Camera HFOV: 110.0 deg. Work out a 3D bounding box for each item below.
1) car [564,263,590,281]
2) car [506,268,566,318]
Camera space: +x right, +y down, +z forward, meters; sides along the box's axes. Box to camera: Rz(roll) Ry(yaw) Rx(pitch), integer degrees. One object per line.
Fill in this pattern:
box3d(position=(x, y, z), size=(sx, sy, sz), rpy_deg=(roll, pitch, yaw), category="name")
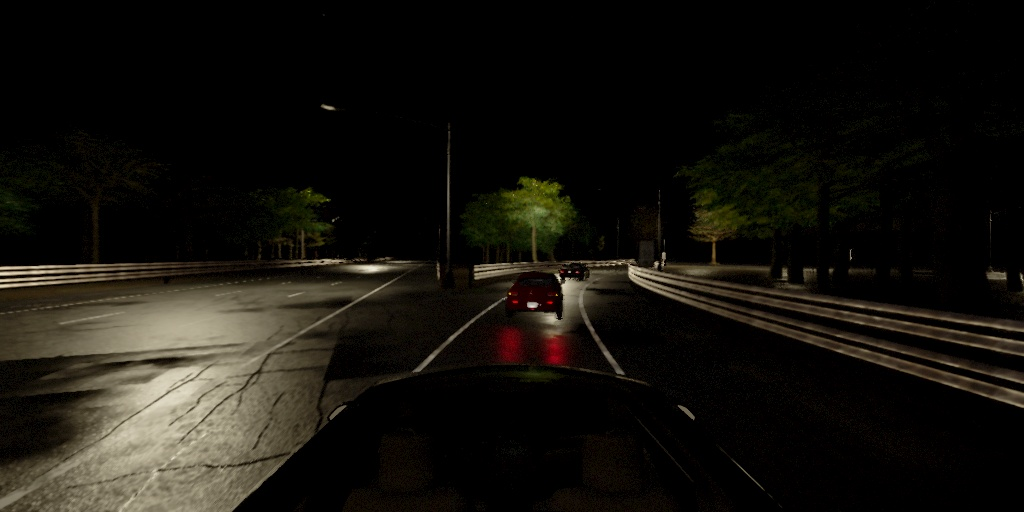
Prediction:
box3d(position=(5.484, 1.329, 30.936), size=(2.033, 1.411, 5.357), rpy_deg=(0, 0, 21), category="car")
box3d(position=(0.933, 1.293, 12.962), size=(1.812, 1.442, 4.674), rpy_deg=(0, 0, 8), category="car")
